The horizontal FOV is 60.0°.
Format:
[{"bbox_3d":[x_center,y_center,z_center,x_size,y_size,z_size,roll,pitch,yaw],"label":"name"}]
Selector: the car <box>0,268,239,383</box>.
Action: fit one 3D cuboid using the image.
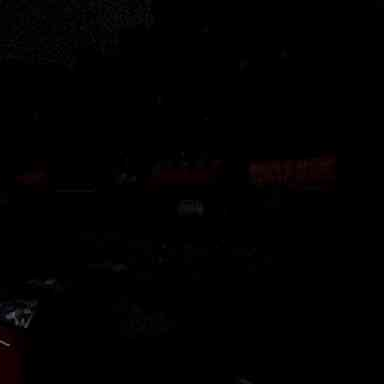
[{"bbox_3d":[-1.497,1.581,3.894,4.206,1.307,1.802,0,-1,36],"label":"car"}]
